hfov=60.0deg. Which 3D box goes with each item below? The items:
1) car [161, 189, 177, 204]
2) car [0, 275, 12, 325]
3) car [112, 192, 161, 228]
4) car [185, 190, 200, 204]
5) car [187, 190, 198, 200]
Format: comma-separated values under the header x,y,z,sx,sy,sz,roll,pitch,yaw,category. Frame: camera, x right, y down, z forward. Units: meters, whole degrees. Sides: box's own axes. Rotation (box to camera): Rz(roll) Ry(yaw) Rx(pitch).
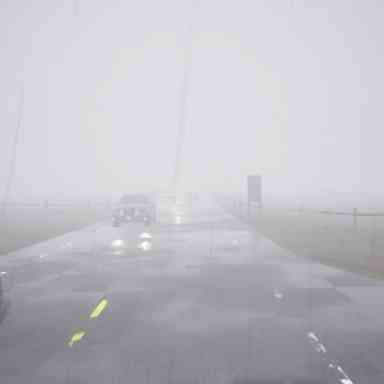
x,y,z,sx,sy,sz,roll,pitch,yaw,category
-3.402,0.558,49.357,2.150,2.045,5.566,-1,2,1,car
-3.592,1.524,2.574,2.033,1.411,5.357,0,1,0,car
-3.557,1.091,21.506,2.150,2.045,5.566,-1,0,0,car
0.126,0.799,47.877,2.128,1.511,4.902,-1,2,0,car
0.154,0.449,58.292,1.837,1.490,4.892,-1,2,0,car
